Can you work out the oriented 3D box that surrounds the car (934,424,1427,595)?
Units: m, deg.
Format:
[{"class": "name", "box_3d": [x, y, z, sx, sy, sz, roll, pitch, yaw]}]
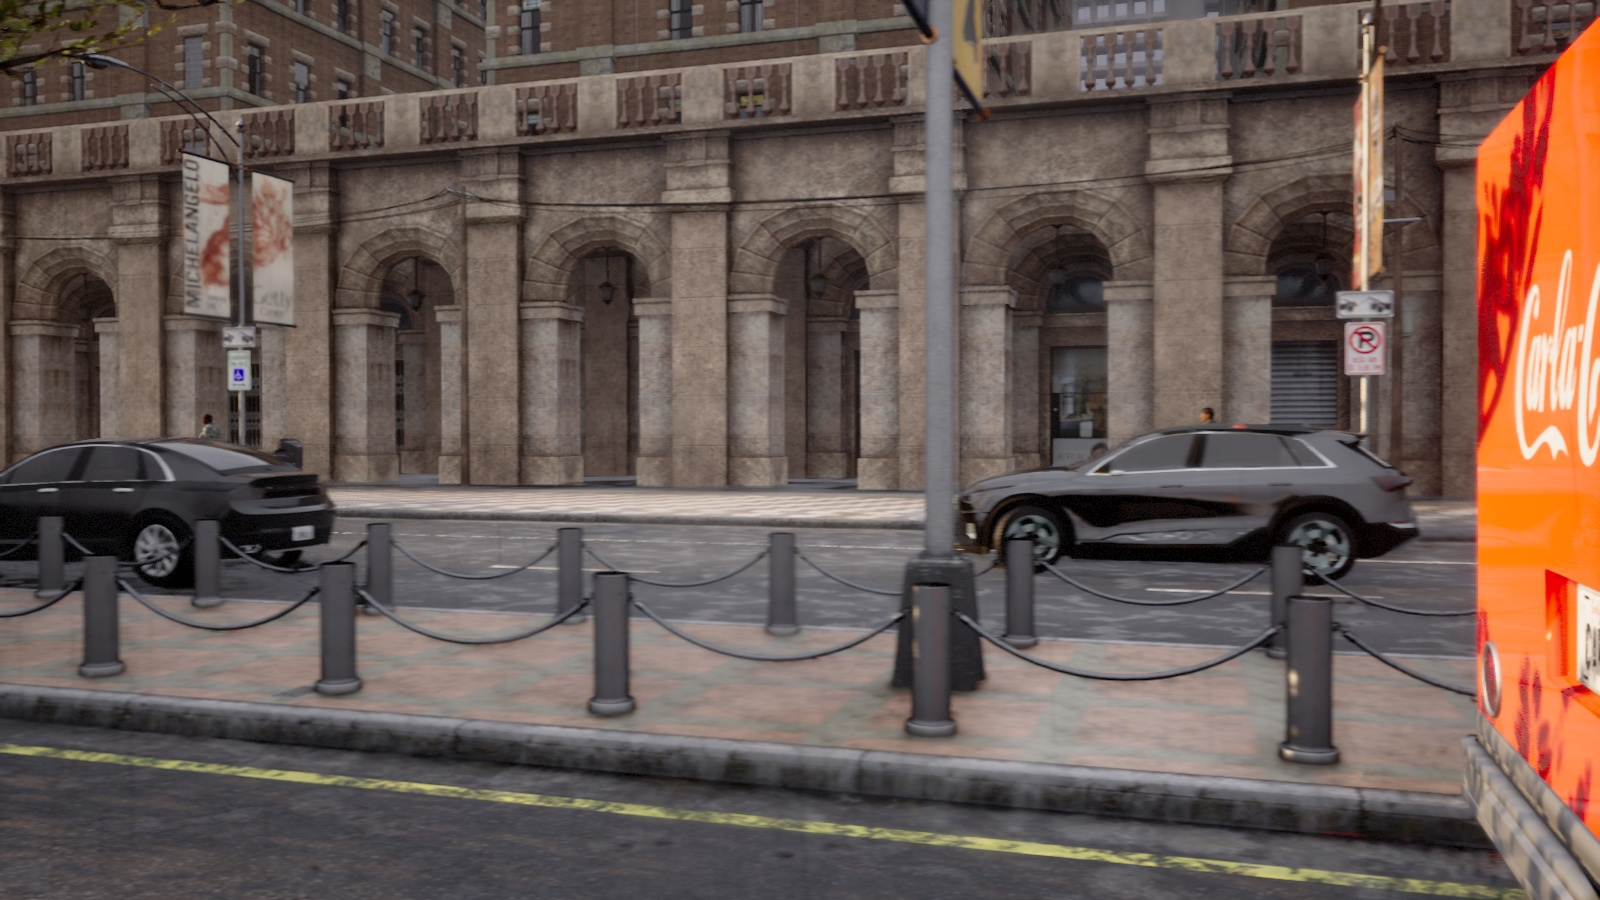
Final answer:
[{"class": "car", "box_3d": [4.089, 0.550, 13.943, 4.856, 1.649, 2.033, 1, 1, 17]}]

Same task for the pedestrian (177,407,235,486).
[{"class": "pedestrian", "box_3d": [-14.310, -0.093, 30.259, 0.900, 1.855, 0.874, 1, 1, 17]}]

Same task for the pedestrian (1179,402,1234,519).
[{"class": "pedestrian", "box_3d": [6.945, 0.169, 21.464, 0.788, 1.949, 0.423, 1, 1, 34]}]

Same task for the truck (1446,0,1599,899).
[{"class": "truck", "box_3d": [4.088, 0.333, 1.869, 5.204, 2.467, 2.627, 0, 1, 18]}]

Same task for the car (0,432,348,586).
[{"class": "car", "box_3d": [-7.681, 0.559, 13.951, 4.892, 1.490, 1.837, 1, 1, 17]}]
